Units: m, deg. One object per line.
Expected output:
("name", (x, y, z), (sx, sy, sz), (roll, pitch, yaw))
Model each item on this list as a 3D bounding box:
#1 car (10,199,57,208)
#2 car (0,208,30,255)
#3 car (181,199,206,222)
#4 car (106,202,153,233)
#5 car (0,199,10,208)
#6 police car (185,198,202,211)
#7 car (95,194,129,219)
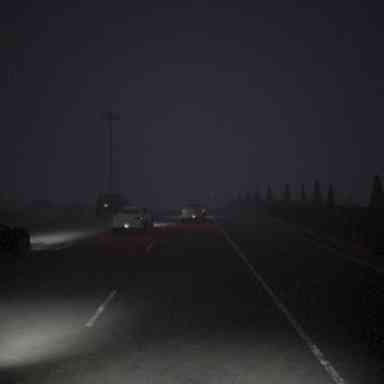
("car", (-14.008, 1.455, 30.214), (1.882, 1.535, 5.008), (0, 0, 1))
("car", (-6.891, 1.483, 10.326), (2.128, 1.511, 4.902), (0, 0, 0))
("car", (0.115, 1.509, 25.941), (1.812, 1.442, 4.674), (0, 0, 0))
("car", (-3.389, 1.512, 19.515), (1.812, 1.442, 4.674), (0, 0, 0))
("car", (-20.977, 1.560, 37.709), (1.837, 1.490, 4.892), (0, -1, 0))
("police car", (0.125, 1.637, 42.291), (2.038, 1.542, 4.974), (0, -2, 0))
("car", (-6.884, 1.201, 29.334), (2.150, 2.045, 5.566), (0, 0, 0))
